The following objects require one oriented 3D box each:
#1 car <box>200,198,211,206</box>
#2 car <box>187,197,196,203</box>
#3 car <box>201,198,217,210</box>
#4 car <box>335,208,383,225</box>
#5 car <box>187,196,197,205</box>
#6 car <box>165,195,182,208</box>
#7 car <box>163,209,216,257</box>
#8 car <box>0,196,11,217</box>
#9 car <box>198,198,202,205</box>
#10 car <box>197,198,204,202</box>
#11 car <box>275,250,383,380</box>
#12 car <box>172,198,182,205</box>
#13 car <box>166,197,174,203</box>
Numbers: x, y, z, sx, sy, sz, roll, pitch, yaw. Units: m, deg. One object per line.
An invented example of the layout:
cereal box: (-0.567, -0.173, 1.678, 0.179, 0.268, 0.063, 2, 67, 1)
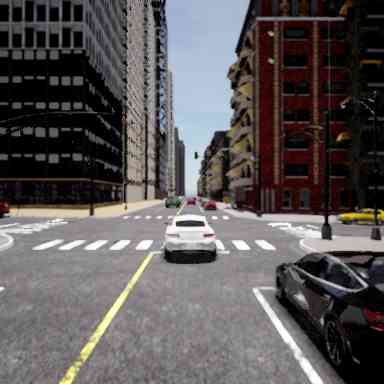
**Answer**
car: (2.552, 1.999, 66.125, 2.008, 1.369, 4.403, 0, 0, 0)
car: (-0.169, 1.934, 80.156, 1.994, 1.385, 4.181, 0, 0, 0)
car: (2.641, 1.899, 47.560, 1.802, 1.307, 4.206, 0, 0, 0)
car: (14.584, 2.016, 27.901, 4.829, 1.417, 1.752, 1, -2, -1)
car: (-0.148, 2.020, 70.119, 1.994, 1.385, 4.181, 0, 0, 0)
car: (-3.188, 1.588, 54.679, 2.150, 2.045, 5.566, 0, 0, 0)
car: (-0.145, 1.612, 13.227, 1.812, 1.442, 4.674, 0, 0, -3)
car: (-17.751, 1.205, 27.559, 5.009, 1.841, 2.192, 1, -2, -1)
car: (2.563, 1.959, 60.477, 2.008, 1.369, 4.403, 0, 0, 0)
car: (2.490, 2.237, 94.367, 1.802, 1.307, 4.206, 0, 0, 0)
car: (2.681, 1.603, 5.538, 1.947, 1.339, 4.313, 0, 0, 0)
car: (-3.149, 2.026, 70.307, 1.994, 1.385, 4.181, 0, 0, 0)
car: (-5.878, 2.163, 88.701, 2.008, 1.369, 4.403, 0, 0, 0)
